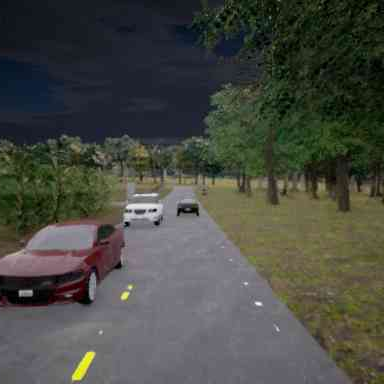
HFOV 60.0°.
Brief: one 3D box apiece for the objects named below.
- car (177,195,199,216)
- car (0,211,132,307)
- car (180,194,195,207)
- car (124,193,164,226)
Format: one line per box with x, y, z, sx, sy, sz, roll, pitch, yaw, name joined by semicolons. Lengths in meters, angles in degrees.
-0.353;1.277;29.829;1.882;1.535;5.008;-1;0;0;car
-2.944;1.483;8.313;1.882;1.535;5.008;-1;0;-1;car
-0.574;1.117;44.816;1.837;1.490;4.892;-1;2;0;car
-3.142;1.117;22.573;2.150;2.045;5.566;-1;0;-1;car
